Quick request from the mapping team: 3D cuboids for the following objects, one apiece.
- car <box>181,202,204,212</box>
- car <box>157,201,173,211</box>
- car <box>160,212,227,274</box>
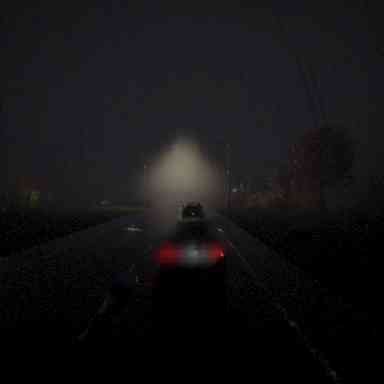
[{"bbox_3d":[0.068,1.663,30.675,2.128,1.511,4.902,0,0,0],"label":"car"},{"bbox_3d":[-3.616,1.856,44.504,1.895,1.301,4.718,0,0,0],"label":"car"},{"bbox_3d":[0.057,1.608,10.774,2.033,1.411,5.357,0,0,0],"label":"car"}]
